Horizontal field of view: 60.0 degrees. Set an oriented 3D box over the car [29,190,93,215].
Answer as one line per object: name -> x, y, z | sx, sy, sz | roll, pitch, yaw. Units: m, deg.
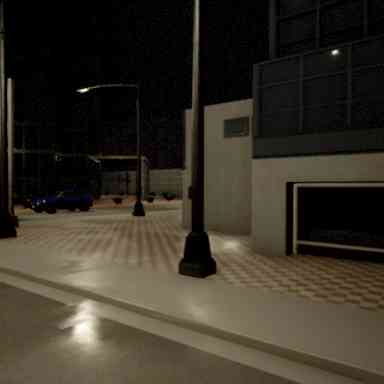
car -> -11.623, 0.856, 30.015 | 2.150, 2.045, 5.566 | 1, 1, 36
